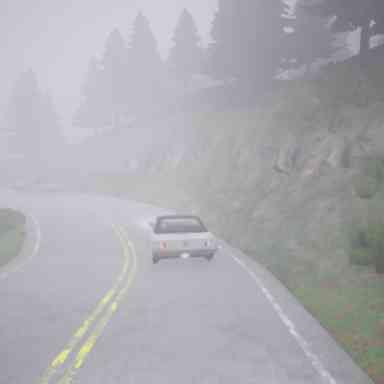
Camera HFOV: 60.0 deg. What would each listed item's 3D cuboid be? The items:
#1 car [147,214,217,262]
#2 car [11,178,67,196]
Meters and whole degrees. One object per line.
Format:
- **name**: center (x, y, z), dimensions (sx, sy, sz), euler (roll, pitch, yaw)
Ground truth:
- **car**: center (-0.547, 1.403, 11.471), dimensions (1.895, 1.301, 4.718), euler (-1, 2, -9)
- **car**: center (-12.411, -0.489, 26.880), dimensions (4.718, 1.301, 1.895), euler (3, 6, 28)
